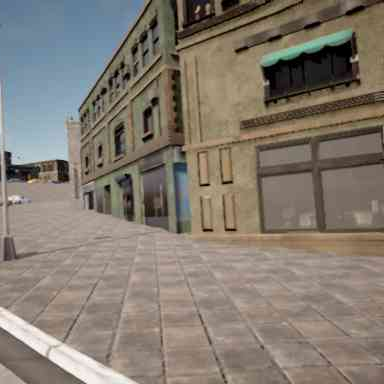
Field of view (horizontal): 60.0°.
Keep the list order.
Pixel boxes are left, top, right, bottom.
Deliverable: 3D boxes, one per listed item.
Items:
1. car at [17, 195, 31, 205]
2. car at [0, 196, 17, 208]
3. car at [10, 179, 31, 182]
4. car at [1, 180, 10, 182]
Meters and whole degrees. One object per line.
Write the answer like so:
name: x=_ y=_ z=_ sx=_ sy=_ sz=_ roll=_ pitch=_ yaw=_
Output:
car: x=-23.765 y=1.185 z=45.306 sx=1.812 sy=1.442 sz=4.674 roll=-4 pitch=1 yaw=-2
car: x=-23.313 y=1.165 z=39.784 sx=1.801 sy=1.575 sz=5.366 roll=-4 pitch=1 yaw=-8
car: x=-43.913 y=-2.635 z=83.444 sx=2.002 sy=1.452 sz=4.674 roll=-5 pitch=-3 yaw=32
car: x=-46.889 y=-2.686 z=78.761 sx=2.231 sy=1.521 sz=4.892 roll=-6 pitch=-3 yaw=33
